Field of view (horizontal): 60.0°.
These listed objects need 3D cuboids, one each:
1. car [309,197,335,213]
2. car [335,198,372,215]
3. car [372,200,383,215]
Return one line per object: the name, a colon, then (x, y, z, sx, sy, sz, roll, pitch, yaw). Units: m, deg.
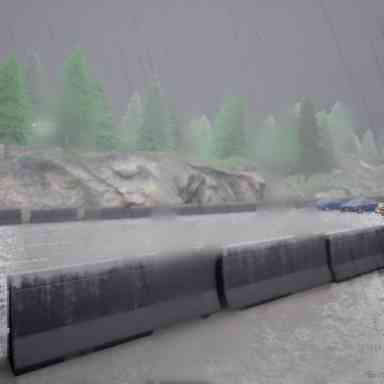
car: (14.698, 1.356, 35.968, 5.008, 1.535, 1.882, -1, 0, -35)
car: (16.734, 1.356, 33.123, 5.008, 1.535, 1.882, -1, 0, -35)
car: (18.884, 1.230, 30.358, 4.553, 1.767, 2.097, -1, 0, -35)
